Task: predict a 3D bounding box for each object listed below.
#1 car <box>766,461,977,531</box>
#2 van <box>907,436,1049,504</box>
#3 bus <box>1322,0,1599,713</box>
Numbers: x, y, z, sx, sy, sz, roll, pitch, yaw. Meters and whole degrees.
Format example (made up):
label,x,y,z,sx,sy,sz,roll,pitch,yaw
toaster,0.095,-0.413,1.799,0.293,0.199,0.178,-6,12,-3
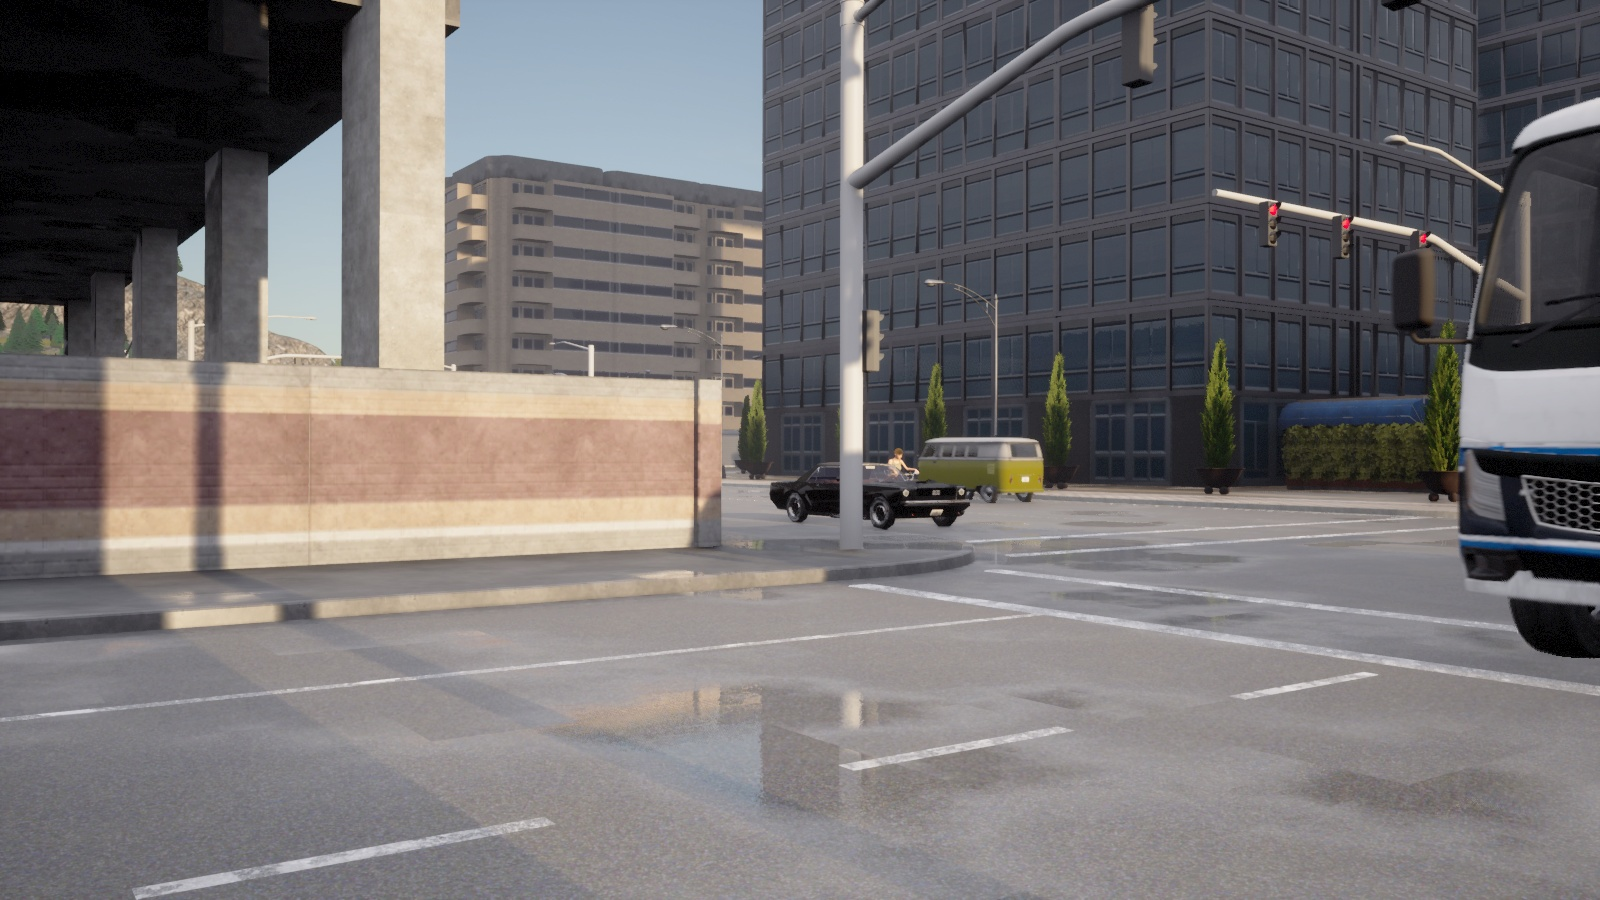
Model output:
label,x,y,z,sx,sy,sz,roll,pitch,yaw
car,1.379,0.907,26.381,1.895,1.301,4.718,0,0,-35
van,5.430,0.581,38.826,1.775,1.987,4.442,0,0,-35
bus,8.877,-0.626,9.995,10.273,4.253,3.944,0,0,-36
